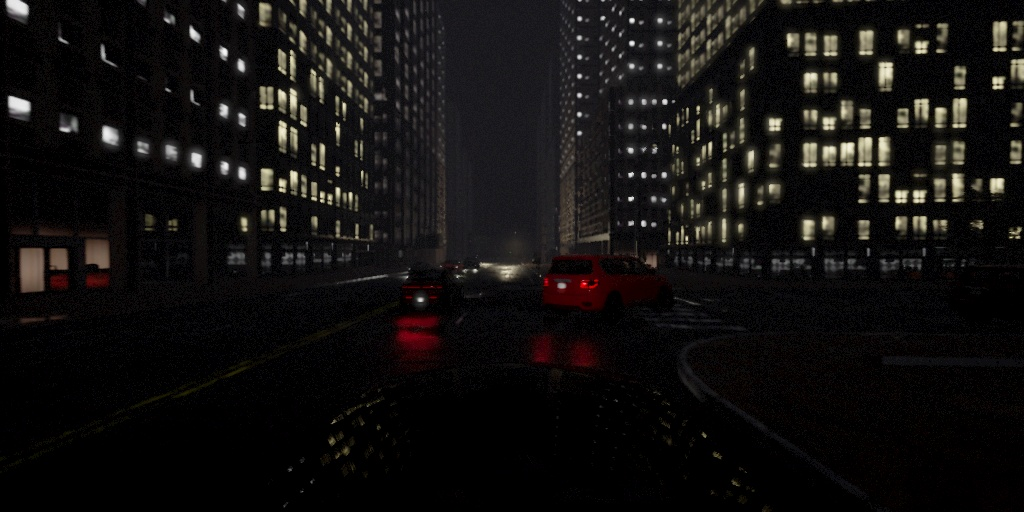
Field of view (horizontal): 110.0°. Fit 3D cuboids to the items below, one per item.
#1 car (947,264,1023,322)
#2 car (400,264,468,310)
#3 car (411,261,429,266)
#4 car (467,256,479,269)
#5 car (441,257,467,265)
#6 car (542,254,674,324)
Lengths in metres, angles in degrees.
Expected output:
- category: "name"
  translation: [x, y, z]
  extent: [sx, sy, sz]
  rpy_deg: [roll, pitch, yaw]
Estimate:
- category: "car"
  translation: [15.987, 1.165, 10.414]
  extent: [5.009, 1.841, 2.192]
  rpy_deg: [0, 0, 3]
- category: "car"
  translation: [-3.161, 1.263, 14.818]
  extent: [1.837, 1.490, 4.892]
  rpy_deg: [0, 0, 0]
- category: "car"
  translation: [-9.856, 1.307, 38.976]
  extent: [1.812, 1.442, 4.674]
  rpy_deg: [0, 0, 0]
- category: "car"
  translation: [-6.561, 1.029, 58.229]
  extent: [2.150, 2.045, 5.566]
  rpy_deg: [0, 0, 0]
- category: "car"
  translation: [-6.604, 1.134, 39.249]
  extent: [2.097, 1.767, 4.553]
  rpy_deg: [0, 0, 0]
- category: "car"
  translation: [3.432, 0.995, 12.354]
  extent: [5.566, 2.045, 2.150]
  rpy_deg: [1, -2, -43]
